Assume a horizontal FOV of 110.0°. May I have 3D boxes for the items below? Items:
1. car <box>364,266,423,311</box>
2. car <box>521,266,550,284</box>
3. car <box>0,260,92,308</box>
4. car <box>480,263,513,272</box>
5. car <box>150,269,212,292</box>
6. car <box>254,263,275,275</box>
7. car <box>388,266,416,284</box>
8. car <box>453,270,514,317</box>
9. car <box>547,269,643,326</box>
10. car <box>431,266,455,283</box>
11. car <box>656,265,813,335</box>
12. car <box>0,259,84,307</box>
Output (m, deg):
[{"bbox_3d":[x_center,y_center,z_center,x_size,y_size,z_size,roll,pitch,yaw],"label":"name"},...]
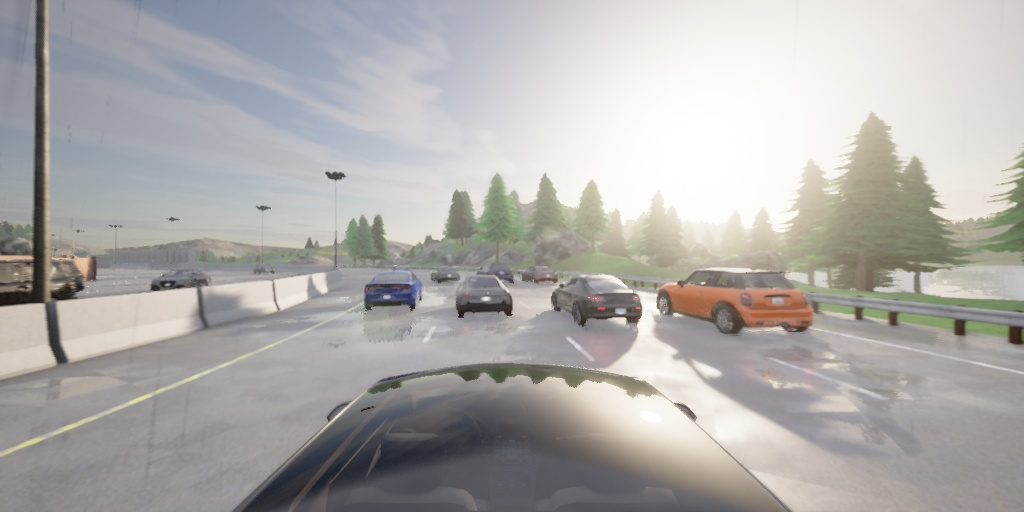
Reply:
[{"bbox_3d":[-4.936,1.354,15.418,1.882,1.535,5.008,0,0,-9],"label":"car"},{"bbox_3d":[2.177,1.504,29.468,1.994,1.385,4.181,0,0,-17],"label":"car"},{"bbox_3d":[-23.190,1.207,16.559,2.150,2.045,5.566,0,0,-15],"label":"car"},{"bbox_3d":[-1.456,1.310,29.236,2.097,1.767,4.553,0,0,-19],"label":"car"},{"bbox_3d":[-22.008,1.598,24.041,1.994,1.385,4.181,0,0,-21],"label":"car"},{"bbox_3d":[-34.604,1.794,50.081,4.902,1.511,2.128,-1,-1,45],"label":"car"},{"bbox_3d":[-9.756,1.584,31.498,1.994,1.385,4.181,0,0,-22],"label":"car"},{"bbox_3d":[-1.176,1.409,13.878,1.994,1.385,4.181,0,0,-9],"label":"car"},{"bbox_3d":[2.656,1.335,11.948,1.812,1.442,4.674,0,0,-7],"label":"car"},{"bbox_3d":[-5.748,1.557,30.785,1.994,1.385,4.181,0,0,-21],"label":"car"},{"bbox_3d":[6.277,1.134,10.840,2.097,1.767,4.553,0,0,-5],"label":"car"},{"bbox_3d":[-14.682,1.105,8.982,2.150,2.045,5.566,0,0,-7],"label":"car"}]
